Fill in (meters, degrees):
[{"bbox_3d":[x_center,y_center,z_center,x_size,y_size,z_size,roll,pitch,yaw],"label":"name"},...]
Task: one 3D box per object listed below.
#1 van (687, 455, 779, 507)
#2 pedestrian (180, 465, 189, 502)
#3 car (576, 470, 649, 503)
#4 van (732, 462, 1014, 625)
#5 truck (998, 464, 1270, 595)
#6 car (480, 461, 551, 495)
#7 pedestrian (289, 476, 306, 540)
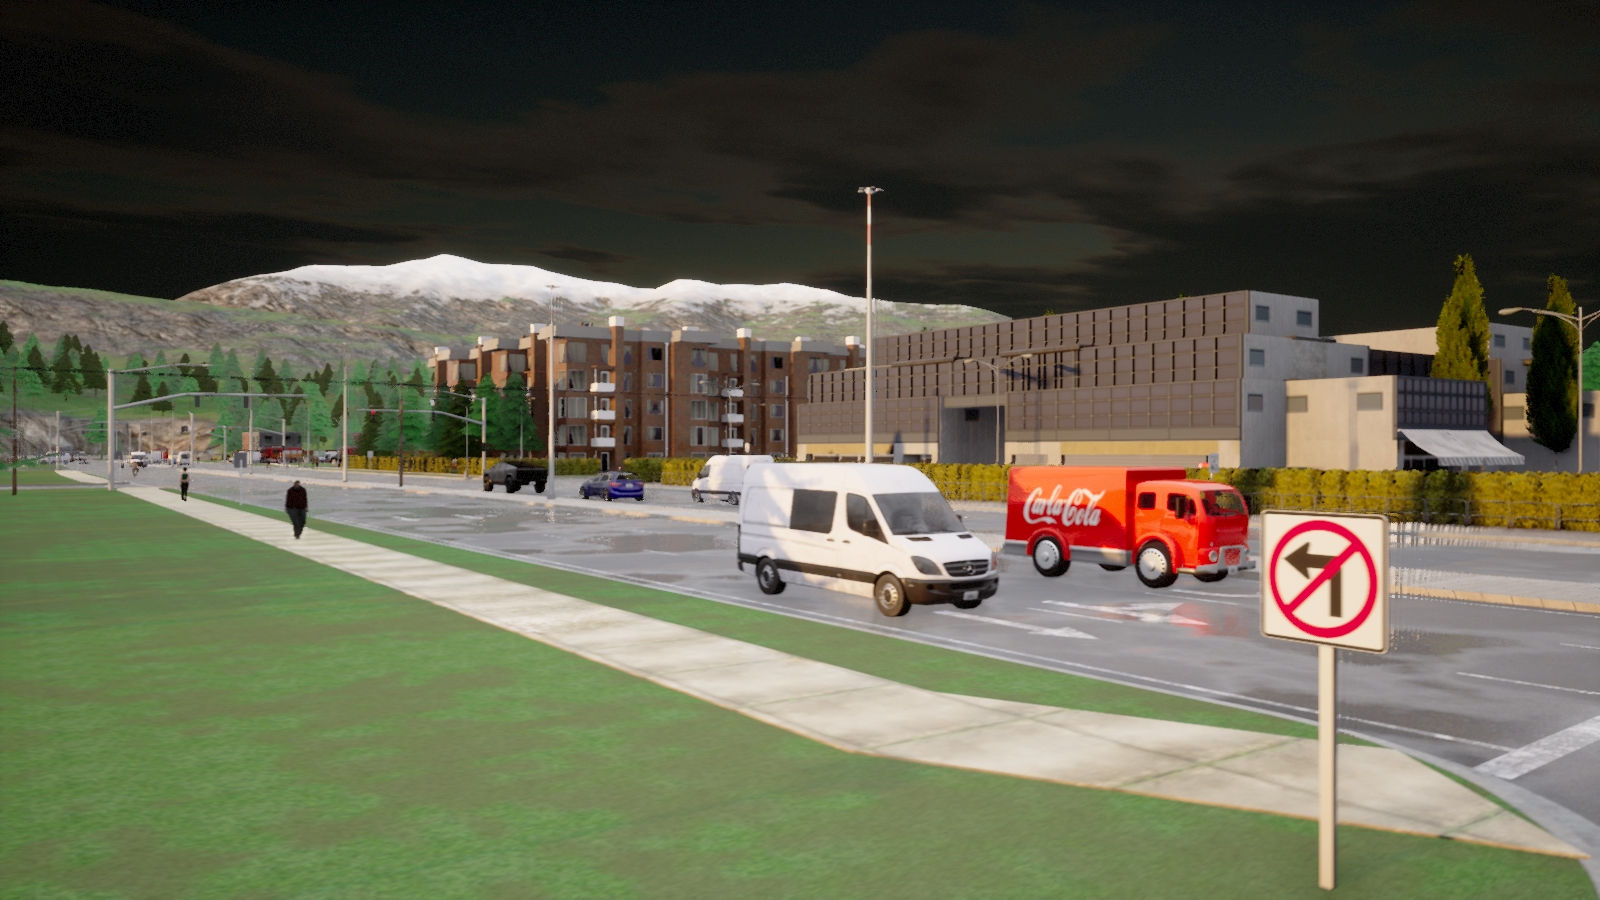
[{"bbox_3d":[-3.605,1.563,60.002,1.988,2.561,5.915,0,0,-35],"label":"van"},{"bbox_3d":[-31.603,1.714,58.697,0.375,1.860,0.375,0,0,-35],"label":"pedestrian"},{"bbox_3d":[-10.492,1.994,63.707,2.242,1.667,4.611,0,0,-35],"label":"car"},{"bbox_3d":[1.142,1.546,21.409,1.988,2.561,5.915,0,0,-36],"label":"van"},{"bbox_3d":[7.159,1.583,25.031,2.627,2.467,5.204,0,0,-36],"label":"truck"},{"bbox_3d":[-18.882,1.784,75.586,2.390,2.098,6.274,0,0,-35],"label":"car"},{"bbox_3d":[-14.777,1.708,33.589,0.375,1.860,0.375,0,0,-35],"label":"pedestrian"}]
